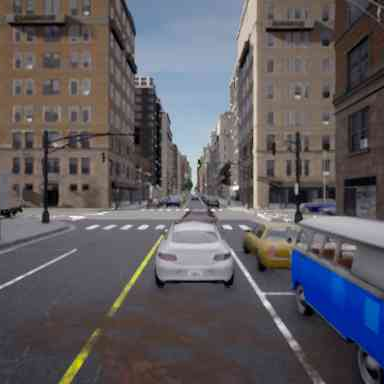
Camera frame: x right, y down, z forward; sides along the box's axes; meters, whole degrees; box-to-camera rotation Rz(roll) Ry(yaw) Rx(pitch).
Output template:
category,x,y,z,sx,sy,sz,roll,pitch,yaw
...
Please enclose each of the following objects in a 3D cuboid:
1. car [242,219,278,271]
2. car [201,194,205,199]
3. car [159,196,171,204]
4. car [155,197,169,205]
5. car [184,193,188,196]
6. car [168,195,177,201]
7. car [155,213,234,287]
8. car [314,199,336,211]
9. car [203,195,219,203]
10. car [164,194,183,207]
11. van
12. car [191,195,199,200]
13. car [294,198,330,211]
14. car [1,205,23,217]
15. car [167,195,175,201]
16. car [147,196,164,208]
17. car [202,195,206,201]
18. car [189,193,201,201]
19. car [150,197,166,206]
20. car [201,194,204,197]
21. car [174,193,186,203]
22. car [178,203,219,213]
category,x,y,z,sx,sy,sz,roll,pitch,yaw
car,2.677,1.523,10.704,1.752,1.417,4.829,1,0,0
car,3.140,1.532,59.259,2.008,1.369,4.403,1,0,1
car,-5.313,1.524,64.891,1.887,1.381,4.507,1,0,1
car,-5.385,1.533,59.362,2.008,1.369,4.403,1,0,1
car,-2.405,1.332,69.422,2.097,1.767,4.553,0,0,1
car,-5.028,1.533,87.006,1.947,1.339,4.313,1,0,1
car,0.040,1.524,9.188,1.812,1.442,4.674,0,0,-1
car,15.438,1.669,32.967,5.357,1.411,2.033,0,-1,0
car,2.997,1.552,48.198,1.947,1.339,4.313,1,0,1
car,-2.751,1.464,49.634,1.882,1.535,5.008,0,0,0
van,2.678,1.340,4.861,1.690,1.788,3.998,1,0,0
car,0.853,1.505,89.432,2.033,1.411,5.357,0,0,1
car,13.561,1.492,36.232,4.553,1.767,2.097,0,-1,0
car,-16.545,1.433,26.482,4.718,1.301,1.895,0,-1,1
car,-5.101,1.496,81.308,1.752,1.417,4.829,1,0,1
car,-5.528,1.569,48.304,1.802,1.307,4.206,1,0,1
car,3.069,1.529,53.728,1.887,1.381,4.507,1,0,1
car,0.723,1.496,79.290,1.812,1.442,4.674,0,0,1
car,-5.457,1.551,53.833,1.947,1.339,4.313,1,0,1
car,3.211,1.523,64.789,1.887,1.381,4.507,1,0,1
car,-2.600,1.460,59.294,1.882,1.535,5.008,0,0,1
car,0.499,1.559,19.502,1.994,1.385,4.181,0,0,6
